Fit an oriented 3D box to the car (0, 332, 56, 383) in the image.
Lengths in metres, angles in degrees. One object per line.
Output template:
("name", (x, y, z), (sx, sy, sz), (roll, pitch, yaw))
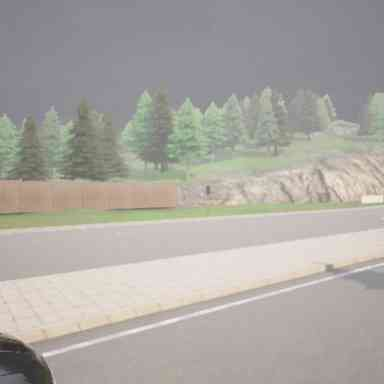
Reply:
("car", (-3.187, 1.500, 1.473), (4.902, 1.511, 2.128), (0, 0, -35))
